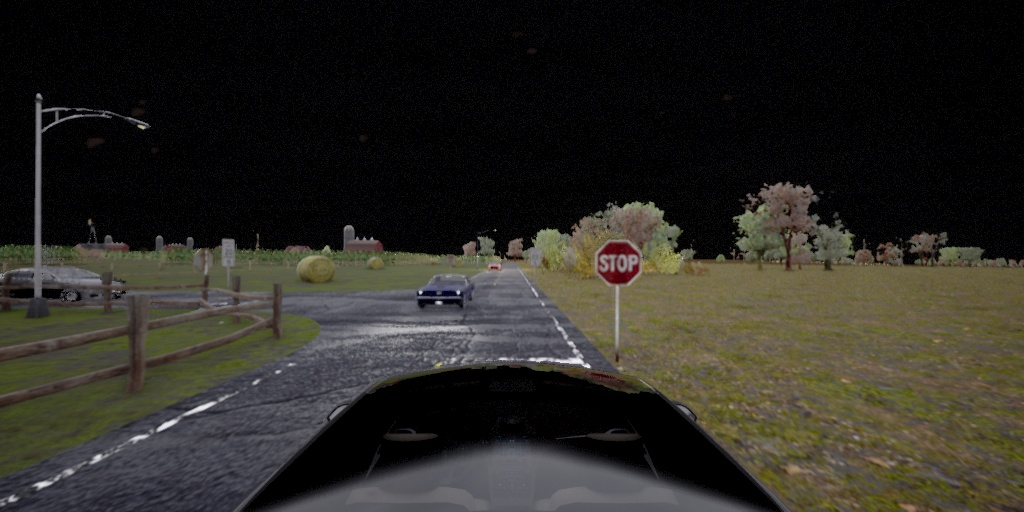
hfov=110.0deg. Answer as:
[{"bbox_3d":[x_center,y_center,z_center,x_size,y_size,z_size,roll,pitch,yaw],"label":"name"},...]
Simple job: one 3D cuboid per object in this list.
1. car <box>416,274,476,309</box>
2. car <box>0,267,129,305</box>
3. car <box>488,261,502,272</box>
[{"bbox_3d":[-2.743,1.461,15.704,1.895,1.301,4.718,0,0,0],"label":"car"},{"bbox_3d":[-19.712,1.250,15.621,4.902,1.511,2.128,0,0,-1],"label":"car"},{"bbox_3d":[-2.735,1.586,57.264,2.097,1.767,4.553,0,-1,0],"label":"car"}]
